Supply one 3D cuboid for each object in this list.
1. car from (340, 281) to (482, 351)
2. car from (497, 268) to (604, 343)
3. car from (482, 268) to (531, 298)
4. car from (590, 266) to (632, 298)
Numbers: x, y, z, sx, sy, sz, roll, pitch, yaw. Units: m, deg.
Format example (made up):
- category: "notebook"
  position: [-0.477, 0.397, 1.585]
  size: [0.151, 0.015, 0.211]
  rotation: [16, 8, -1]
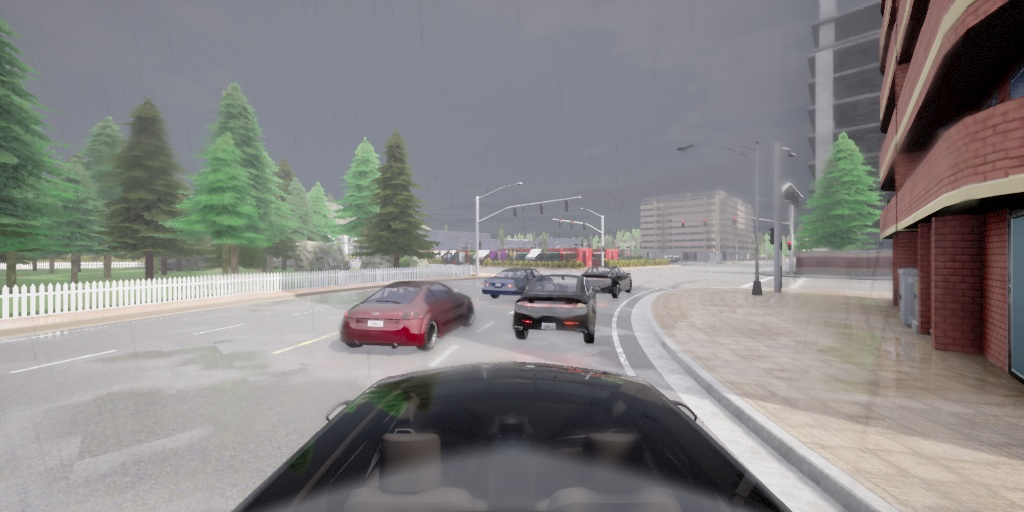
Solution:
- category: "car"
  position: [-2.361, 1.314, 9.117]
  size: [1.994, 1.385, 4.181]
  rotation: [0, 0, 10]
- category: "car"
  position: [1.349, 1.242, 9.787]
  size: [2.128, 1.511, 4.902]
  rotation: [0, 0, 14]
- category: "car"
  position: [0.473, 1.297, 17.834]
  size: [2.033, 1.411, 5.357]
  rotation: [0, 0, 25]
- category: "car"
  position: [4.846, 1.236, 18.345]
  size: [2.128, 1.511, 4.902]
  rotation: [1, 1, 29]
